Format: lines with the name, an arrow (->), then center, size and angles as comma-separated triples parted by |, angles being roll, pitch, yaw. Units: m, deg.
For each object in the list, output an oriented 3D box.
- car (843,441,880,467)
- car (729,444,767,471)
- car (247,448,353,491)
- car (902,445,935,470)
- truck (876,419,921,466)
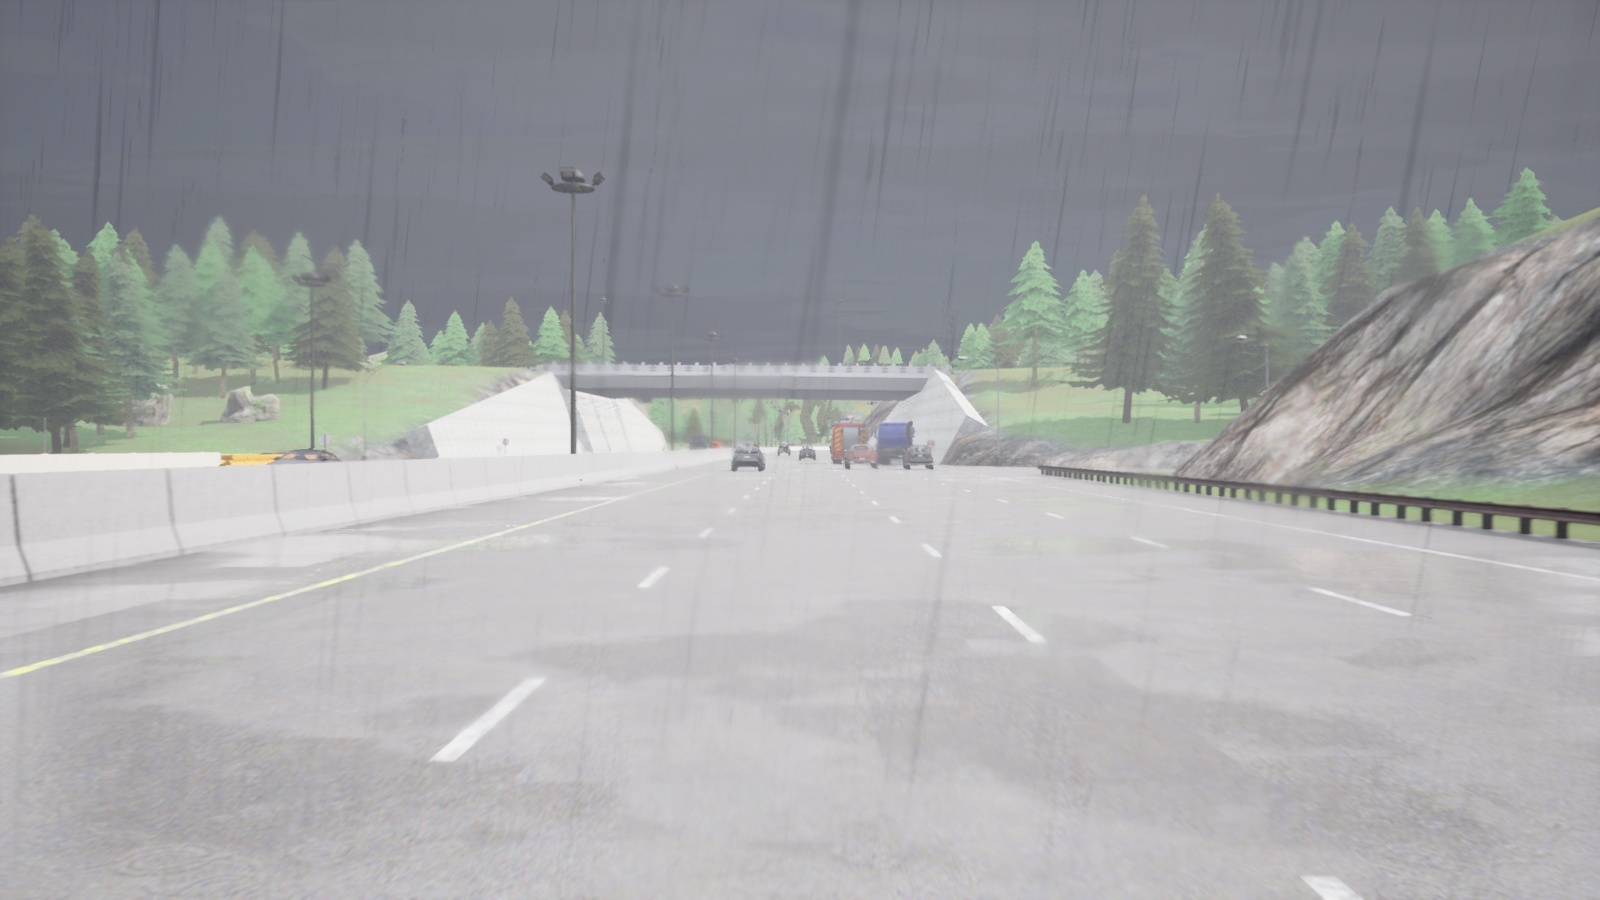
car -> 3.984, 0.236, 81.862 | 2.152, 1.651, 5.027 | 0, 0, 0
car -> -3.058, 0.424, 74.506 | 2.007, 1.525, 4.514 | 0, 0, 0
car -> -17.236, 0.641, 43.486 | 1.994, 1.385, 4.181 | 0, 0, 0
car -> 7.470, 0.446, 79.424 | 1.789, 1.549, 3.705 | 0, 0, 0
truck -> 7.576, -0.579, 97.665 | 2.891, 3.462, 7.936 | 0, 0, 0
